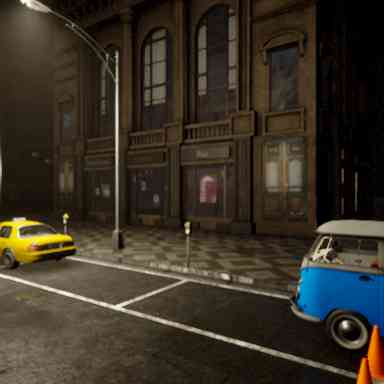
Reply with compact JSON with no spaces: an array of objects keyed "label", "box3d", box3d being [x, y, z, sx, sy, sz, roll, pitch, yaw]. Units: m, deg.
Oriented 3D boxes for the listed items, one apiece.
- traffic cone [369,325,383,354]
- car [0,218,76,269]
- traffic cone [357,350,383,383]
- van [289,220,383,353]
[{"label":"traffic cone","box3d":[2.295,1.960,4.142,0.340,0.580,0.340,0,0,35]},{"label":"car","box3d":[-5.886,1.540,11.054,4.829,1.417,1.752,0,0,35]},{"label":"traffic cone","box3d":[1.726,1.959,3.319,0.340,0.580,0.340,0,0,35]},{"label":"van","box3d":[3.500,1.346,4.571,3.998,1.788,1.690,0,0,35]}]
